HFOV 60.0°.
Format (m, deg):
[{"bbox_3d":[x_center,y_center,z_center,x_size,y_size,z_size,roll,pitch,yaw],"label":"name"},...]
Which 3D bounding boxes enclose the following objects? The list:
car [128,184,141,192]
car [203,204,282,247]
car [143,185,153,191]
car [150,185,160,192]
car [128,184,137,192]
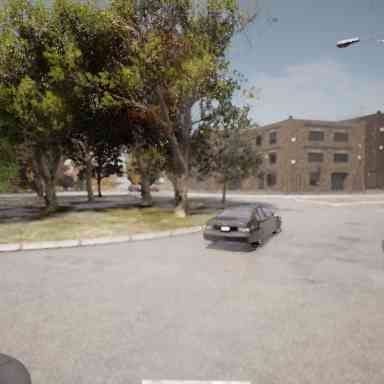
[{"bbox_3d":[-10.457,-0.665,61.348,2.033,1.411,5.357,-1,1,-14],"label":"car"},{"bbox_3d":[2.252,1.201,13.545,2.033,1.411,5.357,1,3,26],"label":"car"},{"bbox_3d":[-9.503,-0.784,71.820,1.895,1.301,4.718,0,1,-9],"label":"car"},{"bbox_3d":[-7.235,-0.636,61.873,1.895,1.301,4.718,-1,1,-14],"label":"car"},{"bbox_3d":[-12.759,-0.864,71.566,1.837,1.490,4.892,0,1,-9],"label":"car"}]
